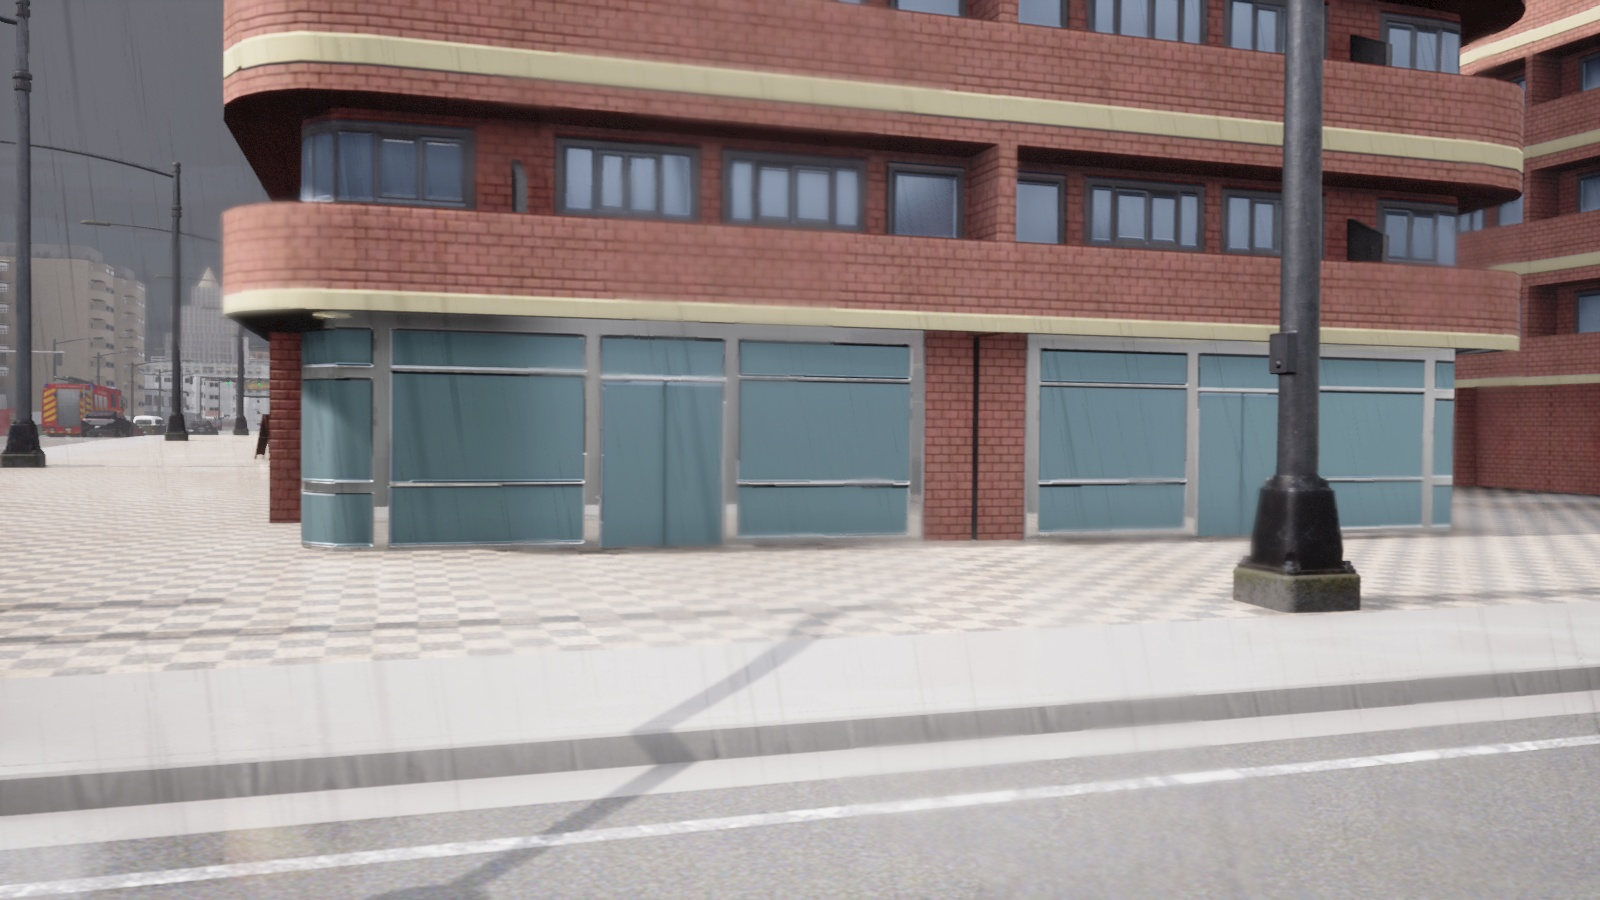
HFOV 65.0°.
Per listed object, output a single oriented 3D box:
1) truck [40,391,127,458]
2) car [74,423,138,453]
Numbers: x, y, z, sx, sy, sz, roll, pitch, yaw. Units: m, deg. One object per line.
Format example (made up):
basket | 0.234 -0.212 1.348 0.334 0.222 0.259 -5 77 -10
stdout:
truck | -44.790 -1.505 78.741 2.891 3.827 8.468 -1 -1 -17
car | -37.930 -0.614 68.784 2.128 1.511 4.902 -1 0 -18
